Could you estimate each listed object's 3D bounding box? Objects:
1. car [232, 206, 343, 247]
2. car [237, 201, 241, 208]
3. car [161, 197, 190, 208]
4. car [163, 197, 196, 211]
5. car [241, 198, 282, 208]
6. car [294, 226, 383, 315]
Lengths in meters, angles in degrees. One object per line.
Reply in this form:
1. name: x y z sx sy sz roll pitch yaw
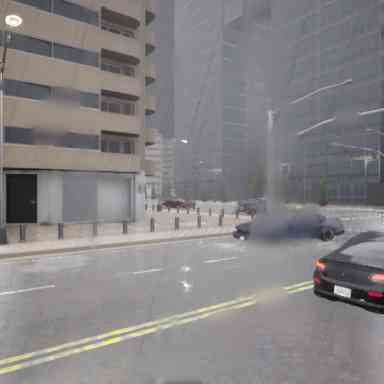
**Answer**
1. car: 4.506 1.547 15.088 5.357 1.411 2.033 0 0 -26
2. car: 6.943 1.436 35.484 2.128 1.511 4.902 0 0 -36
3. car: -2.505 1.451 48.815 1.837 1.490 4.892 0 0 -35
4. car: -1.416 1.422 41.176 1.882 1.535 5.008 0 0 -35
5. car: 6.837 1.508 29.690 1.994 1.385 4.181 0 0 -36
6. car: 4.440 1.526 6.982 4.674 1.442 1.812 0 0 -35
